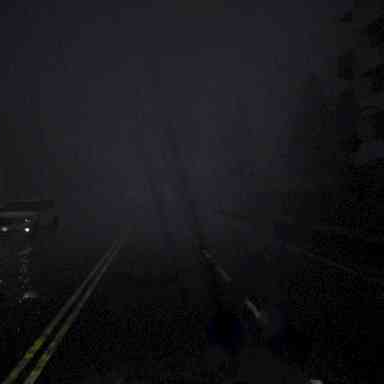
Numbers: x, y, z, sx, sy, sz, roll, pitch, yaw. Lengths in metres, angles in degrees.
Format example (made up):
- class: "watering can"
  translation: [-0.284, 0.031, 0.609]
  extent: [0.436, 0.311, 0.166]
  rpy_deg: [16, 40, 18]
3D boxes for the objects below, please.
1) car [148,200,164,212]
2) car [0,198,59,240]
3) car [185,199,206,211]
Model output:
- class: "car"
  translation: [-4.424, 1.664, 41.226]
  extent: [2.033, 1.411, 5.357]
  rpy_deg: [-1, 0, -6]
- class: "car"
  translation: [-9.079, 1.401, 18.397]
  extent: [2.150, 2.045, 5.566]
  rpy_deg: [-1, 0, -6]
- class: "car"
  translation: [0.493, 1.575, 40.811]
  extent: [2.033, 1.411, 5.357]
  rpy_deg: [-1, 0, 11]
